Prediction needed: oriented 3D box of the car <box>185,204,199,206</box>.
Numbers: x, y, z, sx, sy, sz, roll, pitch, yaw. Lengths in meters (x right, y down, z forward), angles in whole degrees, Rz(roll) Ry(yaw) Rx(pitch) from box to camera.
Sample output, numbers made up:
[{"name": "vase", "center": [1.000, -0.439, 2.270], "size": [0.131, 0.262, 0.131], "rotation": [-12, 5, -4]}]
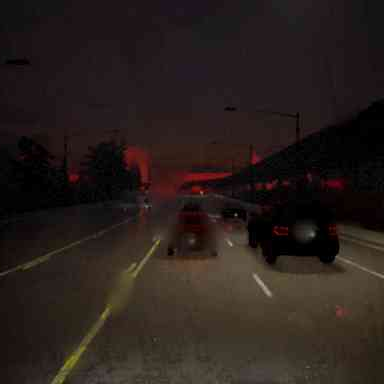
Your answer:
[{"name": "car", "center": [0.023, 1.693, 28.376], "size": [1.994, 1.385, 4.181], "rotation": [0, 0, 0]}]

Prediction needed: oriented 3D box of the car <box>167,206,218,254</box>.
[{"name": "car", "center": [0.027, 1.610, 14.222], "size": [1.882, 1.535, 5.008], "rotation": [0, 0, 0]}]

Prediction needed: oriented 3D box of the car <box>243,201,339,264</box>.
[{"name": "car", "center": [3.513, 1.348, 12.553], "size": [2.150, 2.045, 5.566], "rotation": [0, 0, 0]}]

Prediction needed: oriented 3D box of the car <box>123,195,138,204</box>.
[{"name": "car", "center": [-10.564, 1.318, 57.632], "size": [2.128, 1.511, 4.902], "rotation": [0, 1, 0]}]

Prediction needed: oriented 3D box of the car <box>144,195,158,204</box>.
[{"name": "car", "center": [-7.062, 1.322, 57.314], "size": [2.128, 1.511, 4.902], "rotation": [0, 1, 0]}]

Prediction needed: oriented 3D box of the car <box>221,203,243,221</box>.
[{"name": "car", "center": [3.525, 1.651, 28.824], "size": [1.812, 1.442, 4.674], "rotation": [0, 1, 0]}]
